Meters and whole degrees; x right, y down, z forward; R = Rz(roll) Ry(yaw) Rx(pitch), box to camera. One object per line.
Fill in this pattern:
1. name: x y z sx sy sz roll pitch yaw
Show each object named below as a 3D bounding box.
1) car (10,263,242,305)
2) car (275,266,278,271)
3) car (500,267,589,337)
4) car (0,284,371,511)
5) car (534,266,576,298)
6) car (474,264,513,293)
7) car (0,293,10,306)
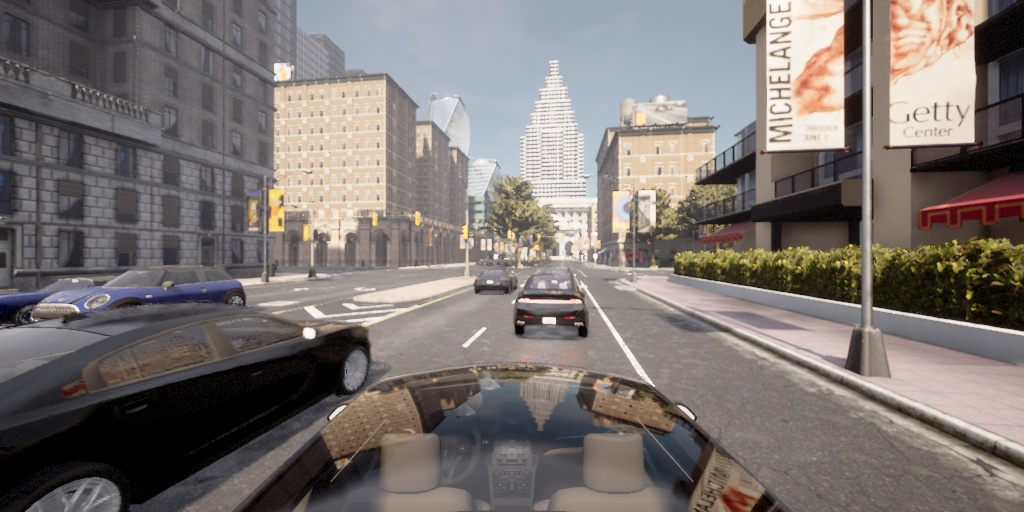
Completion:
1. car: -10.595 1.112 10.691 2.097 1.767 4.553 0 0 8
2. car: -31.930 1.311 44.842 4.892 1.490 1.837 0 0 8
3. car: 1.191 1.256 10.495 2.128 1.511 4.902 0 0 8
4. car: -3.393 1.229 3.698 1.882 1.535 5.008 0 0 8
5. car: 2.564 1.329 20.148 2.033 1.411 5.357 0 0 11
6. car: -0.848 1.344 20.790 1.994 1.385 4.181 0 0 8
7. car: -13.998 1.361 11.634 1.895 1.301 4.718 0 0 8
